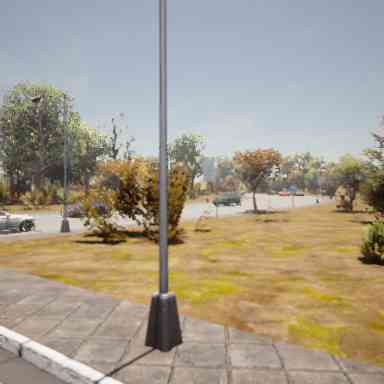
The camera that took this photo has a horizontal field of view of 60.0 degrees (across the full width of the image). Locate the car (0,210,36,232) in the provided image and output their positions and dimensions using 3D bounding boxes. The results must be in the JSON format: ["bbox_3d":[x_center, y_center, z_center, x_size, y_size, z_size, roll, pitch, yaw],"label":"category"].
[{"bbox_3d":[-11.136,1.606,18.424,1.812,1.442,4.674,0,0,39],"label":"car"}]

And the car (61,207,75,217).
[{"bbox_3d":[-9.935,1.455,31.257,2.097,1.767,4.553,0,0,39],"label":"car"}]

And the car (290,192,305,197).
[{"bbox_3d":[28.583,0.580,89.077,1.895,1.301,4.718,0,1,1],"label":"car"}]

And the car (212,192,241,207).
[{"bbox_3d":[5.298,1.110,50.185,2.150,2.045,5.566,0,1,39],"label":"car"}]

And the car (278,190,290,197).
[{"bbox_3d":[25.099,0.326,90.720,2.097,1.767,4.553,0,1,-4],"label":"car"}]
